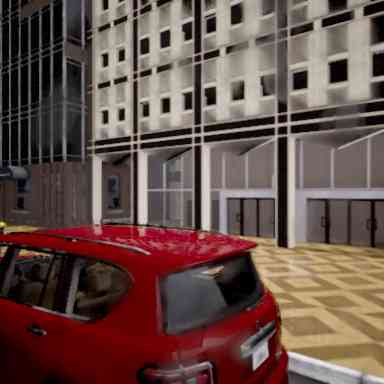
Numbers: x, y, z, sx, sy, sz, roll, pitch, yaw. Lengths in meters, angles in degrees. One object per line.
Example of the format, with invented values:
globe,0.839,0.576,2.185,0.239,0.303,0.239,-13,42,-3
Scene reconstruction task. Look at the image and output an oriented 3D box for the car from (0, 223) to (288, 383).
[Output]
car,-1.431,1.303,3.895,5.009,1.841,2.192,0,0,35
